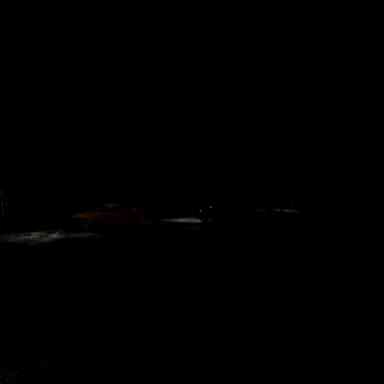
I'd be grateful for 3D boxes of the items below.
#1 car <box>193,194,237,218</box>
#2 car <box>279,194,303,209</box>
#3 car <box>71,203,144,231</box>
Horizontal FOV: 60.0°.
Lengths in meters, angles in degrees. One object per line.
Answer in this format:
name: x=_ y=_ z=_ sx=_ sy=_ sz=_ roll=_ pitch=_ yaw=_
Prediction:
car: x=2.360 y=1.282 z=31.961 sx=2.150 sy=2.045 sz=5.566 roll=0 pitch=1 yaw=35
car: x=14.571 y=1.341 z=48.952 sx=2.150 sy=2.045 sz=5.566 roll=0 pitch=0 yaw=36
car: x=-5.272 y=1.505 z=21.246 sx=1.882 sy=1.535 sz=5.008 roll=0 pitch=0 yaw=35
